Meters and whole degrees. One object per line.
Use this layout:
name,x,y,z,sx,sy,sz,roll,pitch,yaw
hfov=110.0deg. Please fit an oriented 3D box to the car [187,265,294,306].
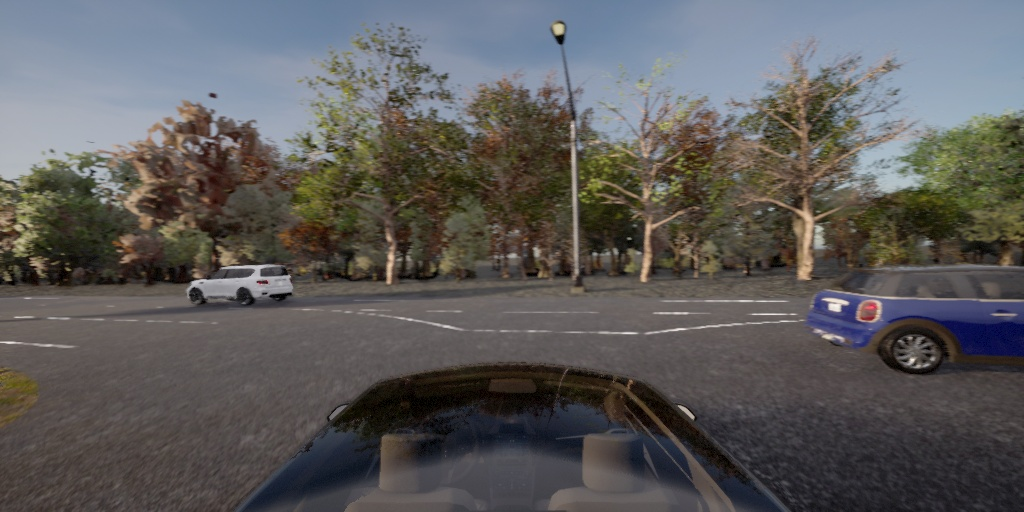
car,-14.564,1.547,19.322,5.566,2.045,2.150,-2,-1,16

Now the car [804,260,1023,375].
car,8.023,0.915,6.112,4.553,1.767,2.097,-2,-1,14
